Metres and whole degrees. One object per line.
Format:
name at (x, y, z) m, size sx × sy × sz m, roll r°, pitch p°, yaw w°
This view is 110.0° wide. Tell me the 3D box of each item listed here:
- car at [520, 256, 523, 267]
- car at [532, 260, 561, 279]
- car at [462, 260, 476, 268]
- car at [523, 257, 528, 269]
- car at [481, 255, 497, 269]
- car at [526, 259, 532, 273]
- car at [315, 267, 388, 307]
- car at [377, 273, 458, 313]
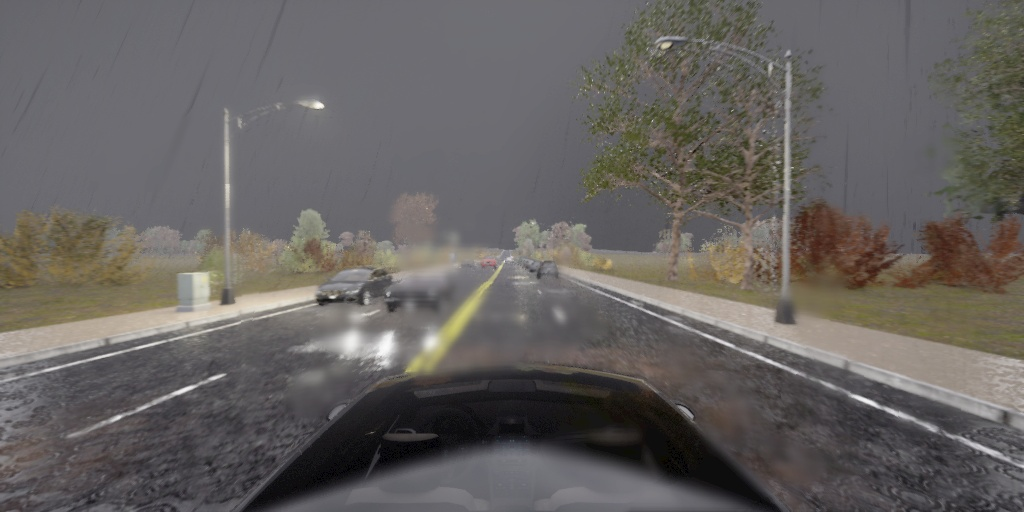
car at (2.856, 1.213, 65.076) m, size 1.837 × 1.490 × 4.892 m, roll 0°, pitch 0°, yaw -1°
car at (3.159, 1.174, 32.051) m, size 2.033 × 1.649 × 4.856 m, roll 0°, pitch 0°, yaw 0°
car at (-6.840, 1.286, 57.507) m, size 1.994 × 1.385 × 4.181 m, roll 0°, pitch 0°, yaw 0°
car at (2.978, 1.249, 54.073) m, size 1.812 × 1.442 × 4.674 m, roll 0°, pitch 0°, yaw -1°
car at (-3.580, 0.939, 56.305) m, size 2.150 × 2.045 × 5.566 m, roll 0°, pitch 0°, yaw 0°
car at (3.081, 1.298, 43.062) m, size 1.994 × 1.385 × 4.181 m, roll 0°, pitch 0°, yaw 0°
car at (-6.613, 1.256, 15.629) m, size 1.837 × 1.490 × 4.892 m, roll 0°, pitch 0°, yaw 0°
car at (-3.362, 1.351, 14.049) m, size 1.895 × 1.301 × 4.718 m, roll 0°, pitch 0°, yaw 0°
